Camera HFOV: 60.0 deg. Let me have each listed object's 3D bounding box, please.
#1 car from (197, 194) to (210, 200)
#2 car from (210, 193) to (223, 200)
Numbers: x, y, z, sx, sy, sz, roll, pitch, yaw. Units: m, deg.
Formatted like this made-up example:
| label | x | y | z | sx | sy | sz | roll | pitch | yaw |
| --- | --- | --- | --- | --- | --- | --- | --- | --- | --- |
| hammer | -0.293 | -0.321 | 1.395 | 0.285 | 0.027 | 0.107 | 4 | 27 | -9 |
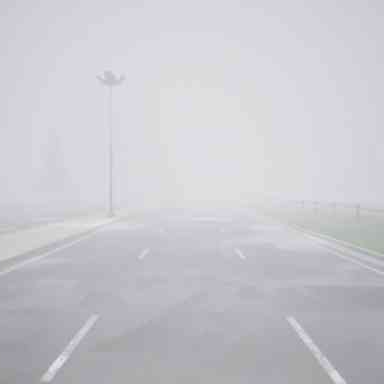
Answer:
| label | x | y | z | sx | sy | sz | roll | pitch | yaw |
| --- | --- | --- | --- | --- | --- | --- | --- | --- | --- |
| car | 3.613 | 1.556 | 95.426 | 1.994 | 1.385 | 4.181 | 0 | 0 | 11 |
| car | 6.929 | 1.589 | 94.119 | 1.895 | 1.301 | 4.718 | 0 | 0 | 11 |
